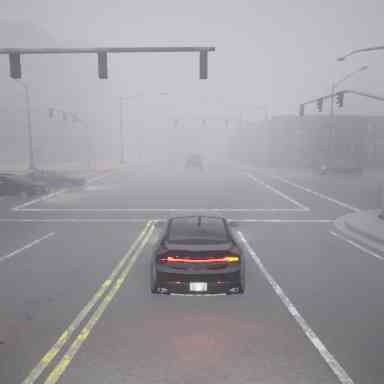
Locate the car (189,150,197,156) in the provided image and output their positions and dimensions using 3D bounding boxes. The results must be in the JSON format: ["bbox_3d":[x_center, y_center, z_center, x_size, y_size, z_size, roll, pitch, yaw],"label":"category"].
[{"bbox_3d":[0.290,-10.452,89.592,2.033,1.411,5.357,0,8,0],"label":"car"}]

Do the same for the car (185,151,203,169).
[{"bbox_3d":[0.268,-4.332,46.036,2.150,2.045,5.566,0,8,0],"label":"car"}]

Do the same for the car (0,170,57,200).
[{"bbox_3d":[-11.735,-0.411,21.510,4.892,1.490,1.837,1,8,5],"label":"car"}]

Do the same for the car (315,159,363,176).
[{"bbox_3d":[15.669,-2.657,35.554,4.553,1.767,2.097,0,8,0],"label":"car"}]

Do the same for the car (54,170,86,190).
[{"bbox_3d":[-11.009,-0.960,25.508,5.357,1.411,2.033,-1,8,-6],"label":"car"}]

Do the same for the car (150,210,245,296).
[{"bbox_3d":[0.116,1.200,8.071,1.837,1.490,4.892,0,4,0],"label":"car"}]
